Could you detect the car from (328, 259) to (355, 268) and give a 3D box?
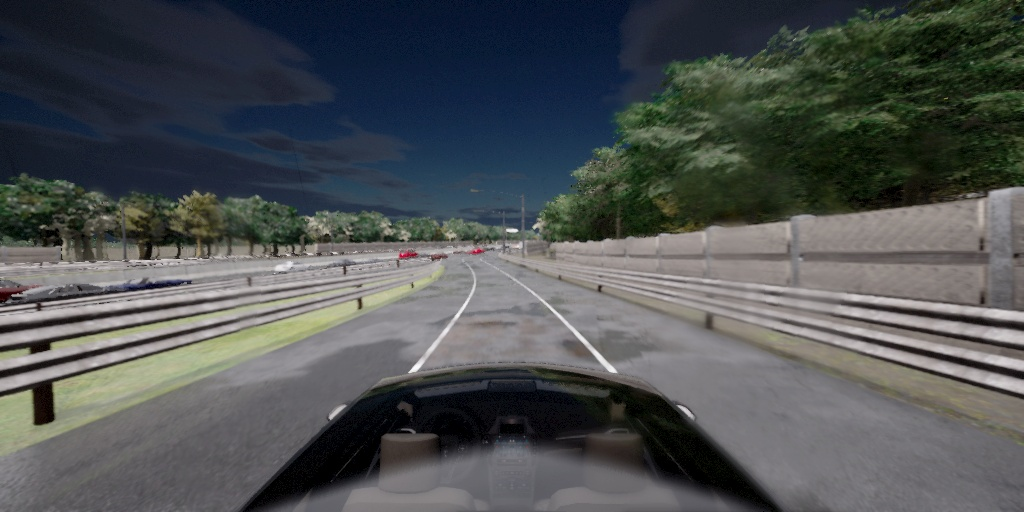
[{"bbox_3d":[-22.719,1.145,49.037,2.033,1.411,5.357,0,3,13],"label":"car"}]

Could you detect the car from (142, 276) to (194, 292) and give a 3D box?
[{"bbox_3d":[-27.541,2.223,27.543,1.895,1.301,4.718,0,3,13],"label":"car"}]

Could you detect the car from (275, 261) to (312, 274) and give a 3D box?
[{"bbox_3d":[-27.249,1.374,44.838,1.812,1.442,4.674,0,3,13],"label":"car"}]

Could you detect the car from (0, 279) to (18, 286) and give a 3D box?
[{"bbox_3d":[-32.270,2.200,22.456,2.097,1.767,4.553,0,3,13],"label":"car"}]

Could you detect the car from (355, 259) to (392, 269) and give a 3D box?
[{"bbox_3d":[-18.930,1.059,49.926,2.033,1.411,5.357,0,3,13],"label":"car"}]

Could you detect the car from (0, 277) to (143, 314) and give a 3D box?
[{"bbox_3d":[-25.431,2.332,20.959,1.837,1.490,4.892,0,3,13],"label":"car"}]
